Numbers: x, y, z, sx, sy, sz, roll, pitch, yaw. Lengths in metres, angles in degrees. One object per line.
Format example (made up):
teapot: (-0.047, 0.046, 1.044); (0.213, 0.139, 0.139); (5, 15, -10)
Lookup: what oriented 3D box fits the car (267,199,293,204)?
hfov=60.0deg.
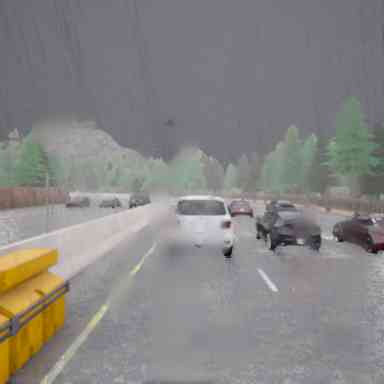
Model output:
car: (7.654, 1.401, 28.979); (1.837, 1.490, 4.892); (0, 0, 1)

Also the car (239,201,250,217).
car: (4.159, 1.439, 29.300); (1.994, 1.385, 4.181); (0, 0, 1)

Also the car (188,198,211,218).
car: (0.656, 1.360, 29.154); (1.837, 1.490, 4.892); (0, 0, 1)

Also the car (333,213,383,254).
car: (7.335, 1.538, 13.374); (1.994, 1.385, 4.181); (0, 0, 1)

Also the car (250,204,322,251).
car: (3.848, 1.455, 13.931); (1.837, 1.490, 4.892); (0, 0, 1)

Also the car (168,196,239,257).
car: (0.328, 1.157, 12.850); (2.150, 2.045, 5.566); (0, 0, 1)
